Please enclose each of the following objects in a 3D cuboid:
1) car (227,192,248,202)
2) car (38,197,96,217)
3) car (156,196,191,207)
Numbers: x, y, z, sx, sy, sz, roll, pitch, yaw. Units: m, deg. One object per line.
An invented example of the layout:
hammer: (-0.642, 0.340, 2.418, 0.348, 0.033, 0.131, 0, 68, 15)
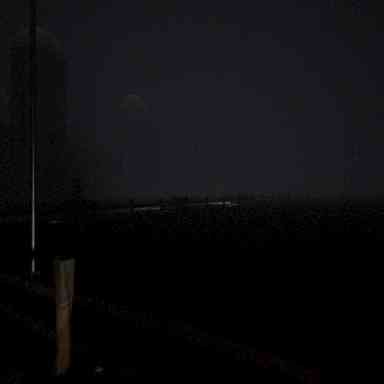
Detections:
car: (7.338, 0.771, 53.183, 2.128, 1.511, 4.902, 1, 1, 36)
car: (-10.447, 1.186, 28.081, 1.882, 1.535, 5.008, 1, 2, 35)
car: (-2.198, 1.106, 39.788, 1.895, 1.301, 4.718, 1, 1, 35)
